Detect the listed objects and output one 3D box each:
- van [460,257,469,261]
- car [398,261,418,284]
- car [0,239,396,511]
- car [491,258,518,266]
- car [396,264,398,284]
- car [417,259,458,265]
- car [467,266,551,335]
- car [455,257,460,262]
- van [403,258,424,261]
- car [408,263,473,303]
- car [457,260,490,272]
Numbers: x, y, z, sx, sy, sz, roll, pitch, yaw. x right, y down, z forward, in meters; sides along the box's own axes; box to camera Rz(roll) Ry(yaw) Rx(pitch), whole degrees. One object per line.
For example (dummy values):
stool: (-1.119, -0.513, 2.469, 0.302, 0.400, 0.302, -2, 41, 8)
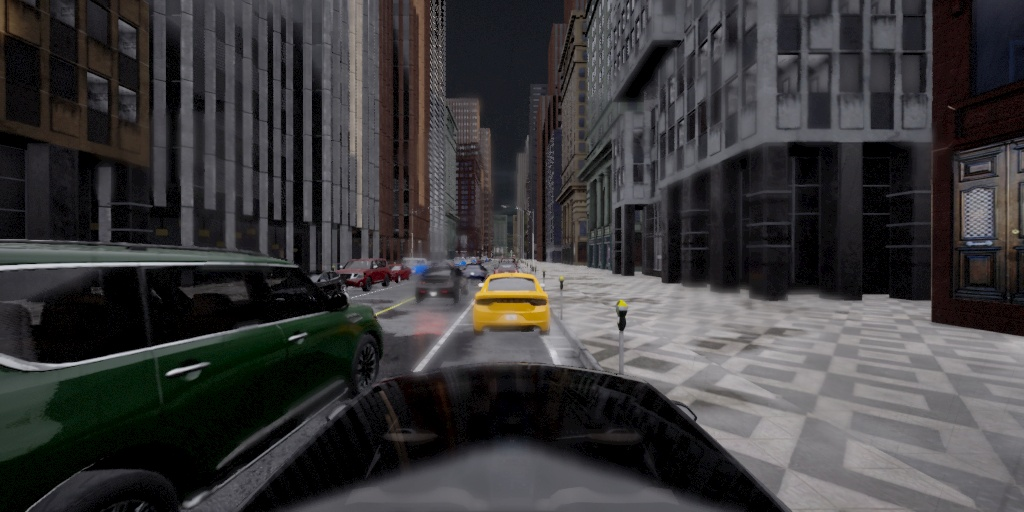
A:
van: (-8.908, 1.090, 61.014, 1.690, 1.789, 3.998, 0, 0, 0)
car: (-8.908, 1.294, 27.194, 1.888, 1.381, 4.507, 0, 0, 0)
car: (-3.043, 0.962, 3.238, 2.150, 2.045, 5.566, 0, -1, -1)
car: (-0.383, 1.189, 27.203, 1.967, 1.591, 4.097, 0, 0, 0)
car: (-8.908, 1.064, 21.556, 2.192, 1.841, 5.009, 0, 0, 0)
car: (-6.242, 1.240, 30.656, 2.128, 1.511, 4.902, 0, 0, 0)
car: (-0.006, 1.227, 10.501, 1.882, 1.535, 5.008, 0, 0, 0)
car: (-8.908, 1.189, 49.741, 1.967, 1.591, 4.097, 0, 0, 0)
van: (-8.908, 1.090, 32.830, 1.690, 1.789, 3.998, 0, 0, 0)
car: (-3.146, 1.255, 16.808, 1.837, 1.490, 4.892, 0, 0, 0)
car: (-3.061, 1.314, 29.551, 1.994, 1.385, 4.181, 0, 0, 0)
